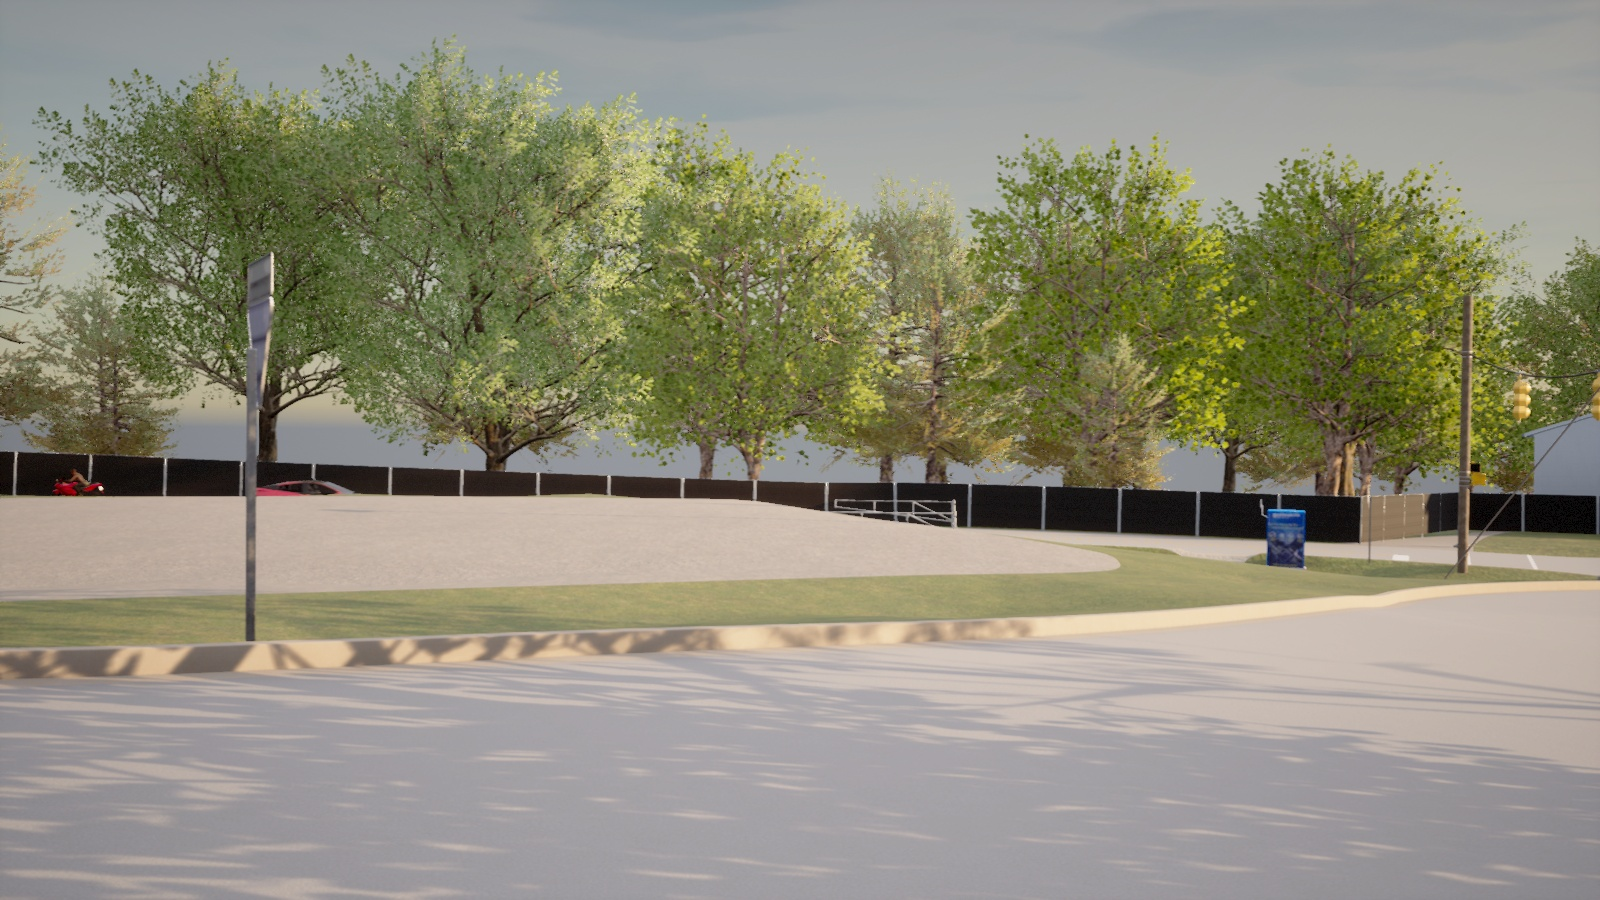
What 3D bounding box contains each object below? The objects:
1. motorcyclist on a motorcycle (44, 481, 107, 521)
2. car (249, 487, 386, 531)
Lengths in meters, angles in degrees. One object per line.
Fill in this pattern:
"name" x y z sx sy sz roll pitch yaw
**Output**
"motorcyclist on a motorcycle" -29.257 2.049 50.759 2.044 1.523 0.797 1 1 -7
"car" -18.544 2.254 48.431 4.514 1.525 2.007 1 1 -6
